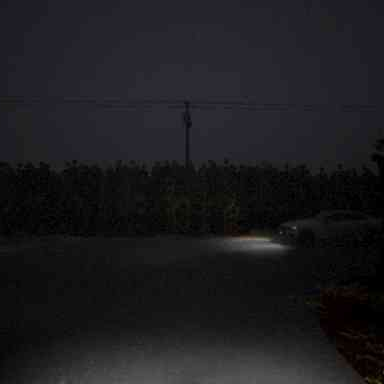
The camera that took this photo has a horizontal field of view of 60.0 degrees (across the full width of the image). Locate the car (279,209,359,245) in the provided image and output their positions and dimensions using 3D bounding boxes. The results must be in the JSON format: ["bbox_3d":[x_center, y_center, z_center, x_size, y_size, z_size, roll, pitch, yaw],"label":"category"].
[{"bbox_3d":[6.294,1.520,14.959,4.674,1.442,1.812,0,0,-4],"label":"car"}]
